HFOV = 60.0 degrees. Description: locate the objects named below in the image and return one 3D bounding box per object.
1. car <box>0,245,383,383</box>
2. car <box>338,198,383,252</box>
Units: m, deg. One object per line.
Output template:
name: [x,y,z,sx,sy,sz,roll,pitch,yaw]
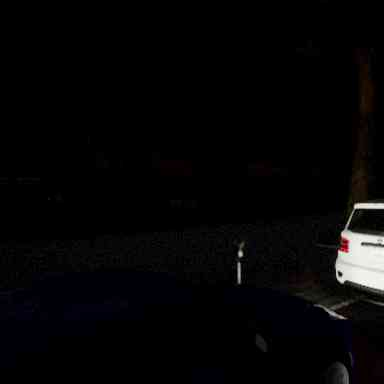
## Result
car: [-0.544,1.463,2.886,5.008,1.535,1.882,-1,1,-36]
car: [5.428,1.114,6.984,5.566,2.045,2.150,-1,0,-32]
